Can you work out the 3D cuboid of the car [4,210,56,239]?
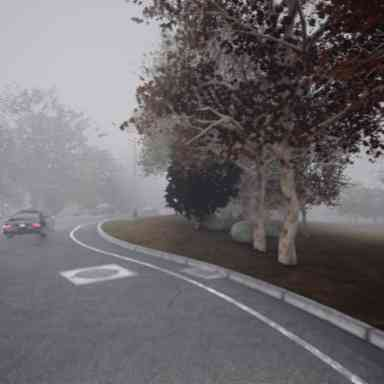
[{"bbox_3d":[-8.882,1.690,18.556,2.033,1.411,5.357,-1,0,-15],"label":"car"}]

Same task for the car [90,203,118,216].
[{"bbox_3d":[-10.833,2.194,41.292,1.837,1.490,4.892,-1,-3,12],"label":"car"}]

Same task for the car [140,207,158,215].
[{"bbox_3d":[-7.385,3.357,57.791,1.882,1.535,5.008,-1,-5,12],"label":"car"}]
